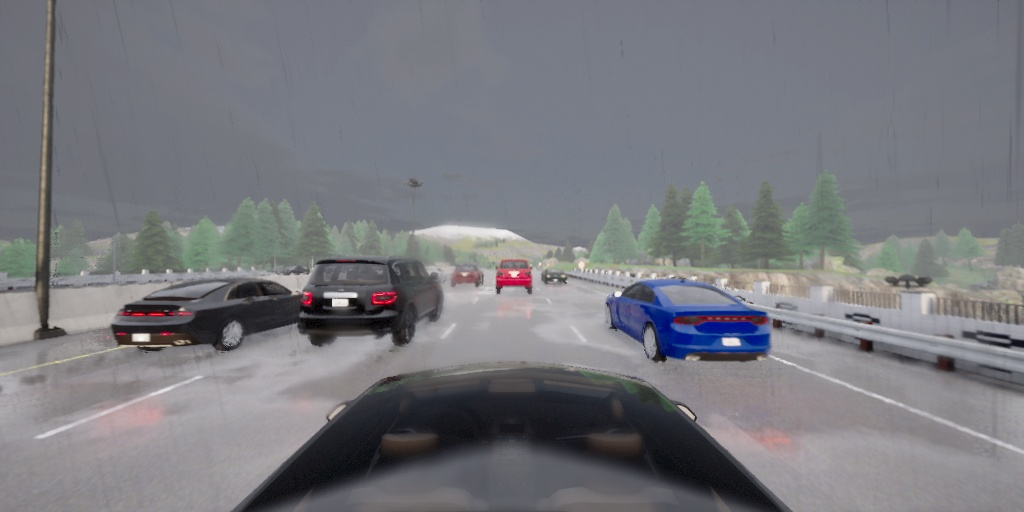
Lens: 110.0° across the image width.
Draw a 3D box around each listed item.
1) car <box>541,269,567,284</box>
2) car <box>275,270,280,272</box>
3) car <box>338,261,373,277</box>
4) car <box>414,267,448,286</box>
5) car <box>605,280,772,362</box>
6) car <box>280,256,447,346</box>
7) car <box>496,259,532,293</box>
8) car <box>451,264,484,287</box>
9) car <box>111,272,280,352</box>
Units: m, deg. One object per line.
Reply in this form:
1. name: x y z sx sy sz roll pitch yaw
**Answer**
1. car: 3.641 1.757 31.721 1.895 1.301 4.718 0 -1 0
2. car: -28.003 1.973 45.663 1.882 1.535 5.008 0 -2 0
3. car: -20.981 1.788 48.344 2.150 2.045 5.566 0 -2 1
4. car: -6.860 1.659 30.727 1.812 1.442 4.674 0 -1 0
5. car: 3.608 1.282 8.375 1.882 1.535 5.008 0 0 0
6. car: -3.390 1.039 9.757 2.150 2.045 5.566 0 0 0
7. car: 0.128 1.208 22.830 2.150 2.045 5.566 0 -1 0
8. car: -3.365 1.426 27.818 2.097 1.767 4.553 0 -1 0
9. car: -6.890 1.313 9.090 1.837 1.490 4.892 0 -1 0
